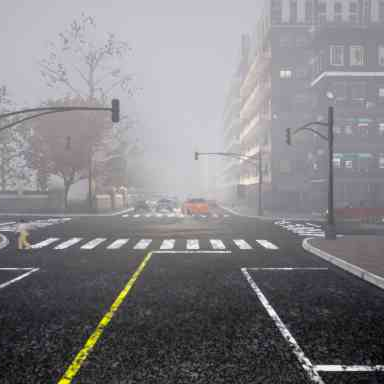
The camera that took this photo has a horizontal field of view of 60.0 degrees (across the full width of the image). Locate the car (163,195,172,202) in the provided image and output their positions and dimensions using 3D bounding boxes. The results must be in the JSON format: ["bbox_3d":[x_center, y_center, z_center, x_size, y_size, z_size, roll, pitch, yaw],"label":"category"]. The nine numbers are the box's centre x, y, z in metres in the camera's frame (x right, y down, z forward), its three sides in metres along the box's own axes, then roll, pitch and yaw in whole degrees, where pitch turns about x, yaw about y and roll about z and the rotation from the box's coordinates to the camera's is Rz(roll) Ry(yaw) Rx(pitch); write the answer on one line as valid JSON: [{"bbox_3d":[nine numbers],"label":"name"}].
[{"bbox_3d":[-5.846,1.526,79.121,1.967,1.590,4.097,0,0,0],"label":"car"}]

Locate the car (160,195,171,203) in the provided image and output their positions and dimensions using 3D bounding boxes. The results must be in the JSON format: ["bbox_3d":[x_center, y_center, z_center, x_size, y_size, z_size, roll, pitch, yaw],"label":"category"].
[{"bbox_3d":[-5.835,1.515,73.492,1.967,1.590,4.097,0,0,0],"label":"car"}]

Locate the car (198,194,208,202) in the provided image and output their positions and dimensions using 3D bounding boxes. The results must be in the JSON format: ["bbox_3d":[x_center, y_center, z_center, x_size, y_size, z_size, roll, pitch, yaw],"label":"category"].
[{"bbox_3d":[2.535,1.401,79.138,2.192,1.841,5.009,0,0,0],"label":"car"}]

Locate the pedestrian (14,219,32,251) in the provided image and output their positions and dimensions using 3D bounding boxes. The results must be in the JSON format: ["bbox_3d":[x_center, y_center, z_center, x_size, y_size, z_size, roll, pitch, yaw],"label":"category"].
[{"bbox_3d":[-6.458,1.577,12.778,0.375,1.300,0.375,0,0,0],"label":"pedestrian"}]

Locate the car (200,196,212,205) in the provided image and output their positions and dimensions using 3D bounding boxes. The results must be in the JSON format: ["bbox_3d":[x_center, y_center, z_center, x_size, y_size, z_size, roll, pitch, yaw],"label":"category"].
[{"bbox_3d":[2.569,1.494,62.248,1.967,1.590,4.097,0,0,0],"label":"car"}]

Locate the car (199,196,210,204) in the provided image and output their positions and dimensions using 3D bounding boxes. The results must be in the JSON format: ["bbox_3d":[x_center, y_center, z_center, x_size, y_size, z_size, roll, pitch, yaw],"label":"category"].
[{"bbox_3d":[2.557,1.615,67.878,2.008,1.369,4.403,0,0,0],"label":"car"}]

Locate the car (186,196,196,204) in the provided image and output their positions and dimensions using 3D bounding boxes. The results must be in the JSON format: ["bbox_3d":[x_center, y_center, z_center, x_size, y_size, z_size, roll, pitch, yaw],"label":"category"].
[{"bbox_3d":[-0.137,1.612,68.437,2.033,1.411,5.357,0,0,0],"label":"car"}]

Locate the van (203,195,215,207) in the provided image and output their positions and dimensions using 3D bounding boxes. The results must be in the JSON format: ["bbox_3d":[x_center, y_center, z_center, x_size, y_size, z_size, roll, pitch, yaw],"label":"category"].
[{"bbox_3d":[2.592,1.377,50.988,1.690,1.788,3.998,0,0,0],"label":"van"}]

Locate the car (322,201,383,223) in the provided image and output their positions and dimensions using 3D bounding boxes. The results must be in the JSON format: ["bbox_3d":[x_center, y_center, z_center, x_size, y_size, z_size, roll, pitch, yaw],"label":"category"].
[{"bbox_3d":[13.413,1.609,27.426,5.009,1.841,2.192,1,-1,-1],"label":"car"}]

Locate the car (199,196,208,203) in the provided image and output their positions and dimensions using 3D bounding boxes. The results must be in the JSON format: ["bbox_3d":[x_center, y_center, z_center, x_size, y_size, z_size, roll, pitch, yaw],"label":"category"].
[{"bbox_3d":[2.546,1.619,73.508,1.887,1.381,4.507,0,0,0],"label":"car"}]

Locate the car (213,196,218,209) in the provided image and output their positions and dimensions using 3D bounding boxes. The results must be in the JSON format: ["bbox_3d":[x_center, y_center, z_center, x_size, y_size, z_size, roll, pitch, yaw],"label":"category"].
[{"bbox_3d":[2.603,1.574,45.357,1.887,1.381,4.507,0,0,0],"label":"car"}]

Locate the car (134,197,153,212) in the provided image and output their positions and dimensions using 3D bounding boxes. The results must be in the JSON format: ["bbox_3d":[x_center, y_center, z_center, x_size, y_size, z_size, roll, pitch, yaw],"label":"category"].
[{"bbox_3d":[-5.766,1.589,39.710,1.947,1.339,4.313,0,0,0],"label":"car"}]

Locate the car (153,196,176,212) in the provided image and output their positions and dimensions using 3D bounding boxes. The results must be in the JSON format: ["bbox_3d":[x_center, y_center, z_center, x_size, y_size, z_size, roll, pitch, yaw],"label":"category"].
[{"bbox_3d":[-3.171,1.548,39.117,1.812,1.442,4.674,0,0,0],"label":"car"}]

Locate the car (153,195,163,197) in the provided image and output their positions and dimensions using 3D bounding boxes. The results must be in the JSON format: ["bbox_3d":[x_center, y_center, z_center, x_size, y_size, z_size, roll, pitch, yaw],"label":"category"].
[{"bbox_3d":[-5.788,1.561,50.801,1.752,1.417,4.829,0,0,0],"label":"car"}]

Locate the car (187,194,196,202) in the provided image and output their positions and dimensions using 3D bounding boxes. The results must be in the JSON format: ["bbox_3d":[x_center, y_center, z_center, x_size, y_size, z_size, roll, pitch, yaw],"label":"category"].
[{"bbox_3d":[-0.156,1.318,78.827,2.097,1.767,4.553,0,0,0],"label":"car"}]

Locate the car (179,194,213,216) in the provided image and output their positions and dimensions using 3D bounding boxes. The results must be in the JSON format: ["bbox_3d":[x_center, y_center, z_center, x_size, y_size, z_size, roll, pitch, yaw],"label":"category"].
[{"bbox_3d":[0.316,1.368,33.207,2.097,1.767,4.553,0,0,-10],"label":"car"}]

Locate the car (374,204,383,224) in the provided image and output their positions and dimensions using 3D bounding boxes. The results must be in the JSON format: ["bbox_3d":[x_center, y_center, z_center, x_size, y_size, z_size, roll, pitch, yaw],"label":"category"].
[{"bbox_3d":[16.611,1.867,24.853,4.674,1.442,1.812,1,0,-1],"label":"car"}]

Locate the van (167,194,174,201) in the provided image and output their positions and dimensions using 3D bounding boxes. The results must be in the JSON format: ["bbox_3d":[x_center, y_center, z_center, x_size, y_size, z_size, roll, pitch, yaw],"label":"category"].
[{"bbox_3d":[-5.869,1.453,90.382,1.690,1.788,3.998,0,0,0],"label":"van"}]

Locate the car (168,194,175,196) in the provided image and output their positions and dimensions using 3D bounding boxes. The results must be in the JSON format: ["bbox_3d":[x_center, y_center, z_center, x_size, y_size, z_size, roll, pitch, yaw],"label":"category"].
[{"bbox_3d":[-3.195,1.554,59.232,1.837,1.490,4.892,0,0,0],"label":"car"}]

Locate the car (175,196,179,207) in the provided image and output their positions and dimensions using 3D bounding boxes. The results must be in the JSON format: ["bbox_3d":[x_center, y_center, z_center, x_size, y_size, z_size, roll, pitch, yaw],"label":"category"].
[{"bbox_3d":[-3.190,1.635,49.041,1.895,1.301,4.718,0,0,0],"label":"car"}]
